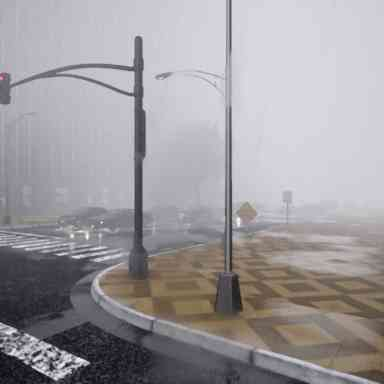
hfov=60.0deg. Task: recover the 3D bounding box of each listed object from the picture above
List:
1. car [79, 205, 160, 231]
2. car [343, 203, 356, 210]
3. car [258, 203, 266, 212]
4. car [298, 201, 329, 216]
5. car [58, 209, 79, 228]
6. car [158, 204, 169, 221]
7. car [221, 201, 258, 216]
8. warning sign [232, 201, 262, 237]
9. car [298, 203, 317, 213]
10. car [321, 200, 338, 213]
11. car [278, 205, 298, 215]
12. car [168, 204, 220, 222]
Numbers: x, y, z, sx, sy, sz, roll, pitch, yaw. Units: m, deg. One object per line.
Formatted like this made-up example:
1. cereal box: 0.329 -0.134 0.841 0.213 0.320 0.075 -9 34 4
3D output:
1. car: -4.950 1.873 23.625 2.033 1.411 5.357 0 -1 33
2. car: 31.285 2.836 65.825 1.812 1.442 4.674 0 -1 33
3. car: 10.344 2.442 53.348 1.812 1.442 4.674 0 -1 33
4. car: 16.241 2.342 44.374 2.128 1.511 4.902 0 -1 33
5. car: -7.822 1.843 25.153 1.812 1.442 4.674 0 -1 31
6. car: -2.861 1.987 32.905 1.837 1.490 4.892 0 -1 33
7. car: 5.777 2.033 40.340 2.097 1.767 4.553 0 -1 33
8. warning sign: 3.059 1.454 18.575 1.300 1.860 1.060 1 1 33
9. car: 19.003 2.592 54.792 1.994 1.385 4.181 0 -1 33
10. car: 21.758 2.253 53.066 2.150 2.045 5.566 0 -1 33
11. car: 13.571 2.449 46.225 1.895 1.301 4.718 0 -1 33
12. car: 0.310 1.991 31.829 2.128 1.511 4.902 0 -1 33
